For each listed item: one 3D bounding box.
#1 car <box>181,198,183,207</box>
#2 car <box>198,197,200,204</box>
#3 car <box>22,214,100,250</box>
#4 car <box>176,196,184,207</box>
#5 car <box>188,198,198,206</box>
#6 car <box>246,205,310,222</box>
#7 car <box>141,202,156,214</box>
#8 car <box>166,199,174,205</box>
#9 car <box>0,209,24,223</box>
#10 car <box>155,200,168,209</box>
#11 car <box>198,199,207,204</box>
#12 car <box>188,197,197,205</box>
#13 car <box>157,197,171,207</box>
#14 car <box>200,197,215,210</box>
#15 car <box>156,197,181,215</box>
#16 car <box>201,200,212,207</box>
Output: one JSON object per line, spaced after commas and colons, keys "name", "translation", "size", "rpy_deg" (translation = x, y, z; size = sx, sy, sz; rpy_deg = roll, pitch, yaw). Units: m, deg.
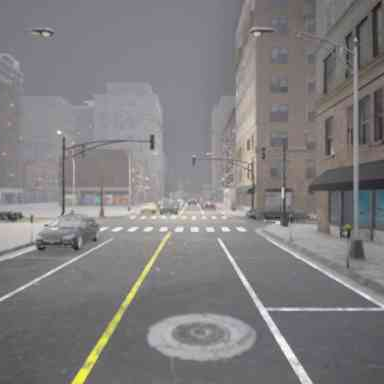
{"name": "car", "translation": [-2.789, 2.037, 51.463], "size": [1.837, 1.490, 4.892], "rpy_deg": [0, 0, 0]}
{"name": "car", "translation": [2.691, 1.924, 58.729], "size": [2.192, 1.841, 5.009], "rpy_deg": [0, -1, 0]}
{"name": "car", "translation": [-5.374, 1.706, 14.905], "size": [2.008, 1.369, 4.403], "rpy_deg": [0, -1, 0]}
{"name": "car", "translation": [-2.690, 1.902, 65.556], "size": [2.150, 2.045, 5.566], "rpy_deg": [0, -1, 0]}
{"name": "car", "translation": [0.067, 2.245, 71.684], "size": [1.837, 1.490, 4.892], "rpy_deg": [0, -1, 0]}
{"name": "car", "translation": [7.549, 1.895, 29.515], "size": [5.357, 1.411, 2.033], "rpy_deg": [0, -1, 0]}
{"name": "car", "translation": [-5.350, 1.956, 41.579], "size": [1.752, 1.417, 4.829], "rpy_deg": [0, -1, 0]}
{"name": "car", "translation": [-5.313, 2.427, 81.380], "size": [1.802, 1.307, 4.206], "rpy_deg": [0, -1, 0]}
{"name": "car", "translation": [-16.076, 1.802, 26.576], "size": [4.718, 1.301, 1.895], "rpy_deg": [0, -1, 0]}
{"name": "car", "translation": [-5.334, 2.160, 58.734], "size": [2.008, 1.369, 4.403], "rpy_deg": [0, -1, 0]}
{"name": "car", "translation": [2.717, 2.455, 87.034], "size": [2.008, 1.369, 4.403], "rpy_deg": [0, -1, 0]}
{"name": "car", "translation": [0.075, 2.205, 81.801], "size": [2.097, 1.767, 4.553], "rpy_deg": [0, -1, 0]}
{"name": "car", "translation": [-5.329, 1.983, 64.398], "size": [2.192, 1.841, 5.009], "rpy_deg": [0, -1, 0]}
{"name": "car", "translation": [2.686, 1.990, 53.066], "size": [1.967, 1.590, 4.097], "rpy_deg": [0, -1, 0]}
{"name": "car", "translation": [-2.765, 1.767, 40.070], "size": [2.097, 1.767, 4.553], "rpy_deg": [0, -1, -1]}
{"name": "car", "translation": [2.696, 2.234, 64.388], "size": [1.947, 1.339, 4.313], "rpy_deg": [0, -1, 0]}
